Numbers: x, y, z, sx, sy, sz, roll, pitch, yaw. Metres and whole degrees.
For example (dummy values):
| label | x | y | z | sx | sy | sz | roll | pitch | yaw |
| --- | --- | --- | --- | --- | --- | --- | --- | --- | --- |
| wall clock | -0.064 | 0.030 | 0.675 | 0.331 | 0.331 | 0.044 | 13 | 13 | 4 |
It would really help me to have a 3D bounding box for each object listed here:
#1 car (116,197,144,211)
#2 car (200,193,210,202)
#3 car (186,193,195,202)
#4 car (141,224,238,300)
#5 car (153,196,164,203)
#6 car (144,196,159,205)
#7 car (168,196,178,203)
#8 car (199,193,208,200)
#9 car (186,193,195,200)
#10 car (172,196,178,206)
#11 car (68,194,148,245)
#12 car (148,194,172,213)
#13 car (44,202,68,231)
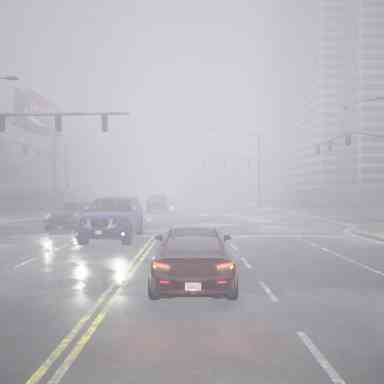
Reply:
| label | x | y | z | sx | sy | sz | roll | pitch | yaw |
| --- | --- | --- | --- | --- | --- | --- | --- | --- | --- |
| car | -7.719 | 1.491 | 41.888 | 2.128 | 1.511 | 4.902 | 0 | 0 | 5 |
| car | 3.149 | 1.515 | 78.046 | 2.128 | 1.511 | 4.902 | 0 | 0 | 0 |
| car | -0.353 | 1.584 | 78.413 | 1.895 | 1.301 | 4.718 | 0 | 0 | 0 |
| car | 0.028 | 1.526 | 8.237 | 1.812 | 1.442 | 4.674 | 0 | 0 | 0 |
| car | -7.327 | 1.595 | 72.813 | 1.895 | 1.301 | 4.718 | 0 | 0 | 0 |
| car | -7.345 | 1.493 | 60.529 | 2.128 | 1.511 | 4.902 | 0 | 0 | 0 |
| car | -3.810 | 1.526 | 68.937 | 1.812 | 1.442 | 4.674 | 0 | 1 | 0 |
| car | 3.102 | 1.184 | 88.334 | 2.097 | 1.767 | 4.553 | 0 | 0 | 0 |
| car | -0.398 | 1.184 | 88.318 | 2.097 | 1.767 | 4.553 | 0 | 0 | 0 |
| car | -3.832 | 1.563 | 54.047 | 1.994 | 1.385 | 4.181 | 0 | 0 | 0 |
| car | -3.662 | 1.219 | 15.798 | 2.150 | 2.045 | 5.566 | 0 | 0 | 0 |
| car | -3.762 | 1.223 | 36.905 | 2.150 | 2.045 | 5.566 | 0 | 0 | 0 |
| car | -7.185 | 1.352 | 20.267 | 2.097 | 1.767 | 4.553 | 0 | 0 | 0 |
